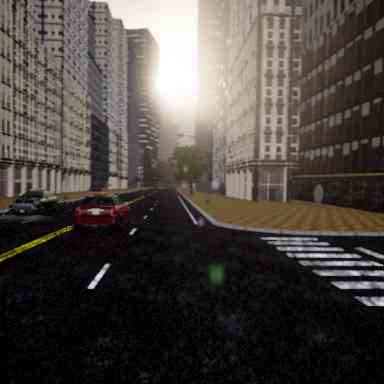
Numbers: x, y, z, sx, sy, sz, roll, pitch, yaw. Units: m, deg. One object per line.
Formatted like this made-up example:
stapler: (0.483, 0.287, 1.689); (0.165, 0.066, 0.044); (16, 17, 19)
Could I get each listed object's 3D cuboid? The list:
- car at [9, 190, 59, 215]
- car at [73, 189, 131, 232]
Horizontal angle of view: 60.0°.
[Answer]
car: (-11.539, 0.667, 24.582); (2.097, 1.767, 4.553); (1, 1, -4)
car: (-4.336, 0.906, 16.667); (2.097, 1.767, 4.553); (1, 1, -4)
